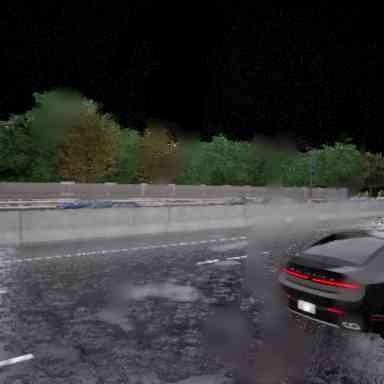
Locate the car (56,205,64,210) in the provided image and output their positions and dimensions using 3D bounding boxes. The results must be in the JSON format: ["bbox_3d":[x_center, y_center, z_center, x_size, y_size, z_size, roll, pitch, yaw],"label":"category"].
[{"bbox_3d":[-10.041,1.390,31.069,5.008,1.535,1.882,0,0,-34],"label":"car"}]

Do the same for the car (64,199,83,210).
[{"bbox_3d":[-7.663,1.473,28.457,5.357,1.411,2.033,0,0,-34],"label":"car"}]

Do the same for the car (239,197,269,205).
[{"bbox_3d":[8.283,1.477,39.360,4.892,1.490,1.837,1,0,-34],"label":"car"}]

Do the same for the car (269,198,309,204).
[{"bbox_3d":[11.513,1.534,37.326,5.357,1.411,2.033,0,0,-34],"label":"car"}]

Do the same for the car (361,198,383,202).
[{"bbox_3d":[26.906,1.628,47.782,4.892,1.490,1.837,1,0,-34],"label":"car"}]

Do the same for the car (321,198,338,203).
[{"bbox_3d":[22.950,1.600,53.557,5.357,1.411,2.033,1,0,-34],"label":"car"}]

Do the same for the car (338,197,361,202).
[{"bbox_3d":[24.886,1.549,50.641,5.008,1.535,1.882,1,0,-34],"label":"car"}]

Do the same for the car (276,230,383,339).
[{"bbox_3d":[3.745,1.510,6.453,4.892,1.490,1.837,0,0,-34],"label":"car"}]

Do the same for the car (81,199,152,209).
[{"bbox_3d":[-5.423,1.485,25.748,5.357,1.411,2.033,0,0,-34],"label":"car"}]

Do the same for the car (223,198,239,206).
[{"bbox_3d":[6.094,1.465,42.099,4.892,1.490,1.837,1,0,-34],"label":"car"}]
